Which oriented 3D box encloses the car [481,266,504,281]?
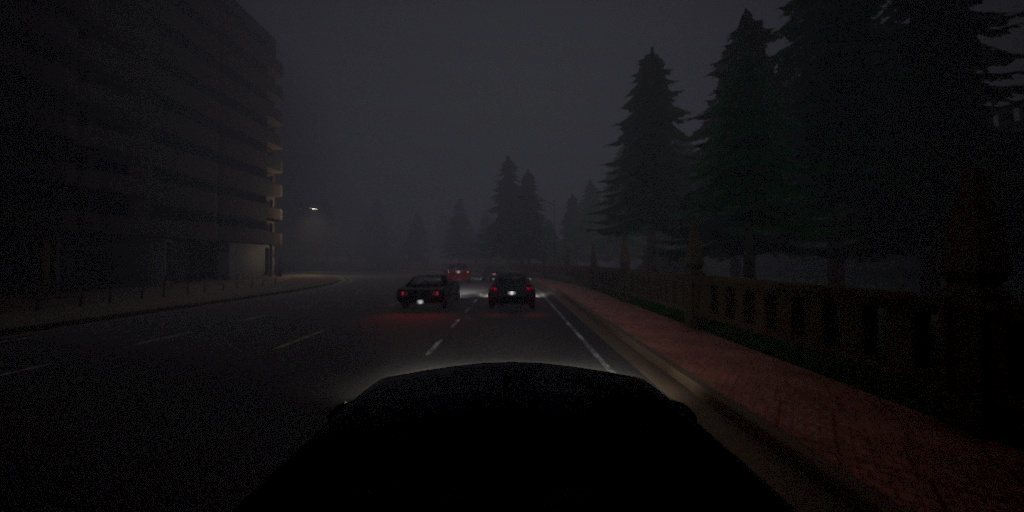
[{"bbox_3d":[-1.503,1.584,32.064,2.033,1.411,5.357,0,-1,-15],"label":"car"}]

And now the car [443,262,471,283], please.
[{"bbox_3d":[-4.919,1.379,31.260,2.097,1.767,4.553,0,-1,-15],"label":"car"}]

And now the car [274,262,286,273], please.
[{"bbox_3d":[-36.942,1.751,53.467,4.892,1.490,1.837,-1,-1,13],"label":"car"}]

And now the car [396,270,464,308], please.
[{"bbox_3d":[-3.508,1.485,15.958,1.895,1.301,4.718,0,-1,0],"label":"car"}]

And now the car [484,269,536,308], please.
[{"bbox_3d":[-0.008,1.450,16.139,1.994,1.385,4.181,0,-1,0],"label":"car"}]
